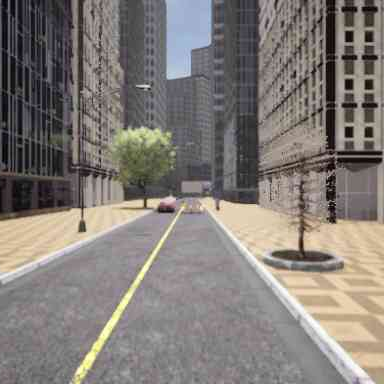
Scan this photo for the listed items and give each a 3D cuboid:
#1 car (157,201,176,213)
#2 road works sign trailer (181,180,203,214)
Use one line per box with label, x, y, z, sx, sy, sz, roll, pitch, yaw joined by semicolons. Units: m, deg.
car;-2.843;1.640;37.146;1.895;1.301;4.718;0;0;0
road works sign trailer;-0.001;0.502;35.623;2.380;3.560;2.880;0;0;0
